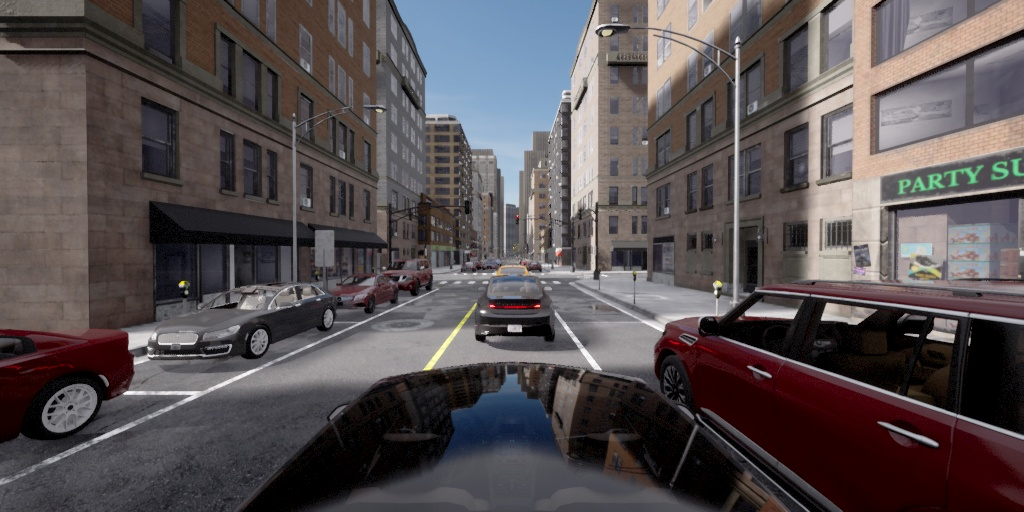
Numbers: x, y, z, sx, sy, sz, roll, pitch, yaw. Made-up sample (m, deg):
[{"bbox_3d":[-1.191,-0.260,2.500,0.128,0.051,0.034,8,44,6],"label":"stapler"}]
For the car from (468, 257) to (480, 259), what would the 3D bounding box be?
[{"bbox_3d":[-5.565,1.089,51.952,2.192,1.841,5.009,0,0,0],"label":"car"}]

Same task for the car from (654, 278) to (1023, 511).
[{"bbox_3d":[2.858,1.064,2.645,2.192,1.841,5.009,0,0,0],"label":"car"}]

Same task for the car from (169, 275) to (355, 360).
[{"bbox_3d":[-5.656,1.299,8.222,2.007,1.370,4.403,0,0,0],"label":"car"}]

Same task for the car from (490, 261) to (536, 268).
[{"bbox_3d":[0.047,1.228,18.956,1.882,1.535,5.008,0,0,1],"label":"car"}]

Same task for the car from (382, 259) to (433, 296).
[{"bbox_3d":[-5.633,1.065,19.388,2.192,1.841,5.009,0,0,0],"label":"car"}]

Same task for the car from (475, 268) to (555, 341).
[{"bbox_3d":[0.079,1.254,9.838,1.837,1.490,4.892,0,0,0],"label":"car"}]

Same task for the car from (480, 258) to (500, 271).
[{"bbox_3d":[-2.997,1.335,49.128,1.994,1.385,4.181,0,0,0],"label":"car"}]

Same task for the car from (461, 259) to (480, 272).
[{"bbox_3d":[-5.577,1.350,46.387,1.802,1.307,4.207,0,0,0],"label":"car"}]

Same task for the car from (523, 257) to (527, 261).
[{"bbox_3d":[2.961,1.300,52.130,1.751,1.417,4.829,0,0,0],"label":"car"}]

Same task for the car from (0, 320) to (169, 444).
[{"bbox_3d":[-5.668,1.295,2.640,1.888,1.381,4.507,0,0,0],"label":"car"}]

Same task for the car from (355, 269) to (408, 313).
[{"bbox_3d":[-5.644,1.331,13.805,1.802,1.307,4.207,0,0,0],"label":"car"}]

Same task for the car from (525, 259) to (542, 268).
[{"bbox_3d":[2.949,1.350,46.397,1.802,1.307,4.207,0,0,0],"label":"car"}]
